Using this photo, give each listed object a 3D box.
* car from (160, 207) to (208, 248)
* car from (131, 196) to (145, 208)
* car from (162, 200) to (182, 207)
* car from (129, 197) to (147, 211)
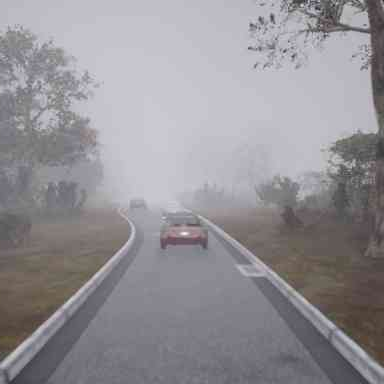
[{"bbox_3d":[-0.400,1.565,14.775,1.994,1.385,4.181,0,0,-3],"label":"car"},{"bbox_3d":[-8.303,1.481,50.665,1.882,1.535,5.008,0,0,-11],"label":"car"},{"bbox_3d":[-1.870,1.528,31.712,1.812,1.442,4.674,0,0,-7],"label":"car"},{"bbox_3d":[-6.694,1.355,41.382,2.097,1.767,4.553,0,0,-9],"label":"car"}]
